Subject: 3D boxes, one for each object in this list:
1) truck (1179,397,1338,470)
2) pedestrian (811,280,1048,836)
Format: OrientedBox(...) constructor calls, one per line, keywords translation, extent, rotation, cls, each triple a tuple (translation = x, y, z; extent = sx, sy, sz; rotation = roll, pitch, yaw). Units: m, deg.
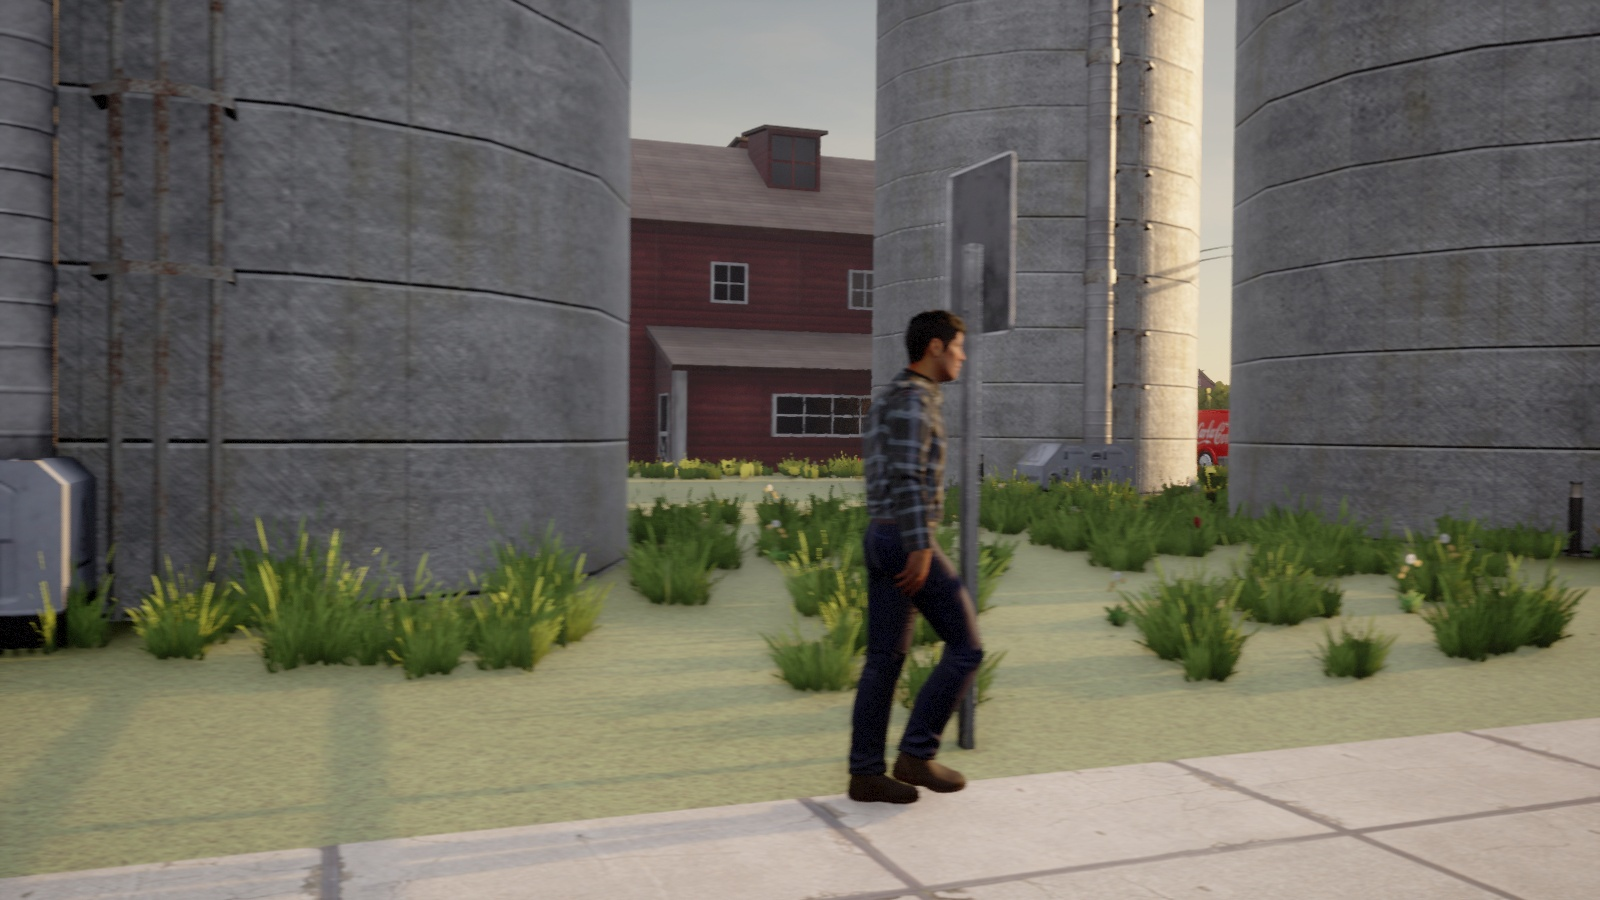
OrientedBox(translation=(16.465, -0.606, 45.431), extent=(2.627, 2.467, 5.204), rotation=(-1, 1, -20), cls="truck")
OrientedBox(translation=(0.465, 0.373, 4.648), extent=(0.788, 1.949, 0.423), rotation=(-1, 1, -6), cls="pedestrian")
